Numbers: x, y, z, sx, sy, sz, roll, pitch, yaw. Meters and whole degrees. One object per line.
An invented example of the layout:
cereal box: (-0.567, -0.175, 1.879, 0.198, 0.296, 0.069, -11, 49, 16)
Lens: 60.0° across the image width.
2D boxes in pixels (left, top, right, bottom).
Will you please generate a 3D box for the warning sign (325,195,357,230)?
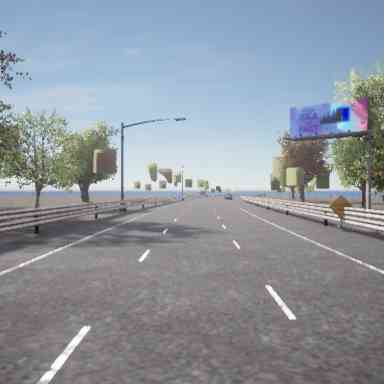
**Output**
warning sign: (8.282, 1.105, 18.503, 1.300, 1.860, 1.060, 0, 0, 1)

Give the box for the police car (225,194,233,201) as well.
police car: (9.780, 1.548, 89.605, 1.930, 1.638, 5.238, 0, 0, 7)
